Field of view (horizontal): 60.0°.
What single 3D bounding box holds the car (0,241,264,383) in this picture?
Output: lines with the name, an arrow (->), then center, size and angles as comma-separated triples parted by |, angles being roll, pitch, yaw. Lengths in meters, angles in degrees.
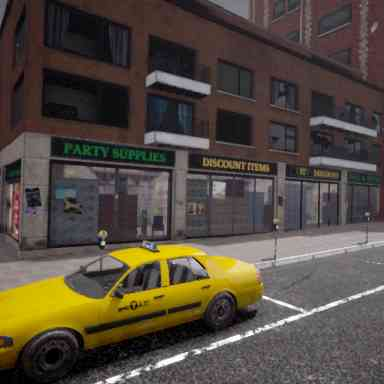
car -> -0.936, 1.527, 5.404 | 4.829, 1.417, 1.752 | 0, 2, -35
